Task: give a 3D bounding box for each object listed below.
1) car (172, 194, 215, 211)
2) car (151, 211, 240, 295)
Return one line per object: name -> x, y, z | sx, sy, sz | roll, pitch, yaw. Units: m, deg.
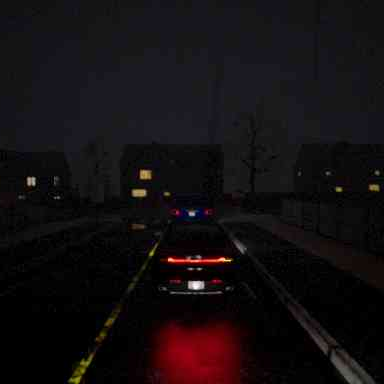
car -> 0.070, 1.126, 18.461 | 2.150, 2.045, 5.566 | 0, 0, 1
car -> 0.065, 1.457, 8.551 | 1.837, 1.490, 4.892 | 0, 0, 0
